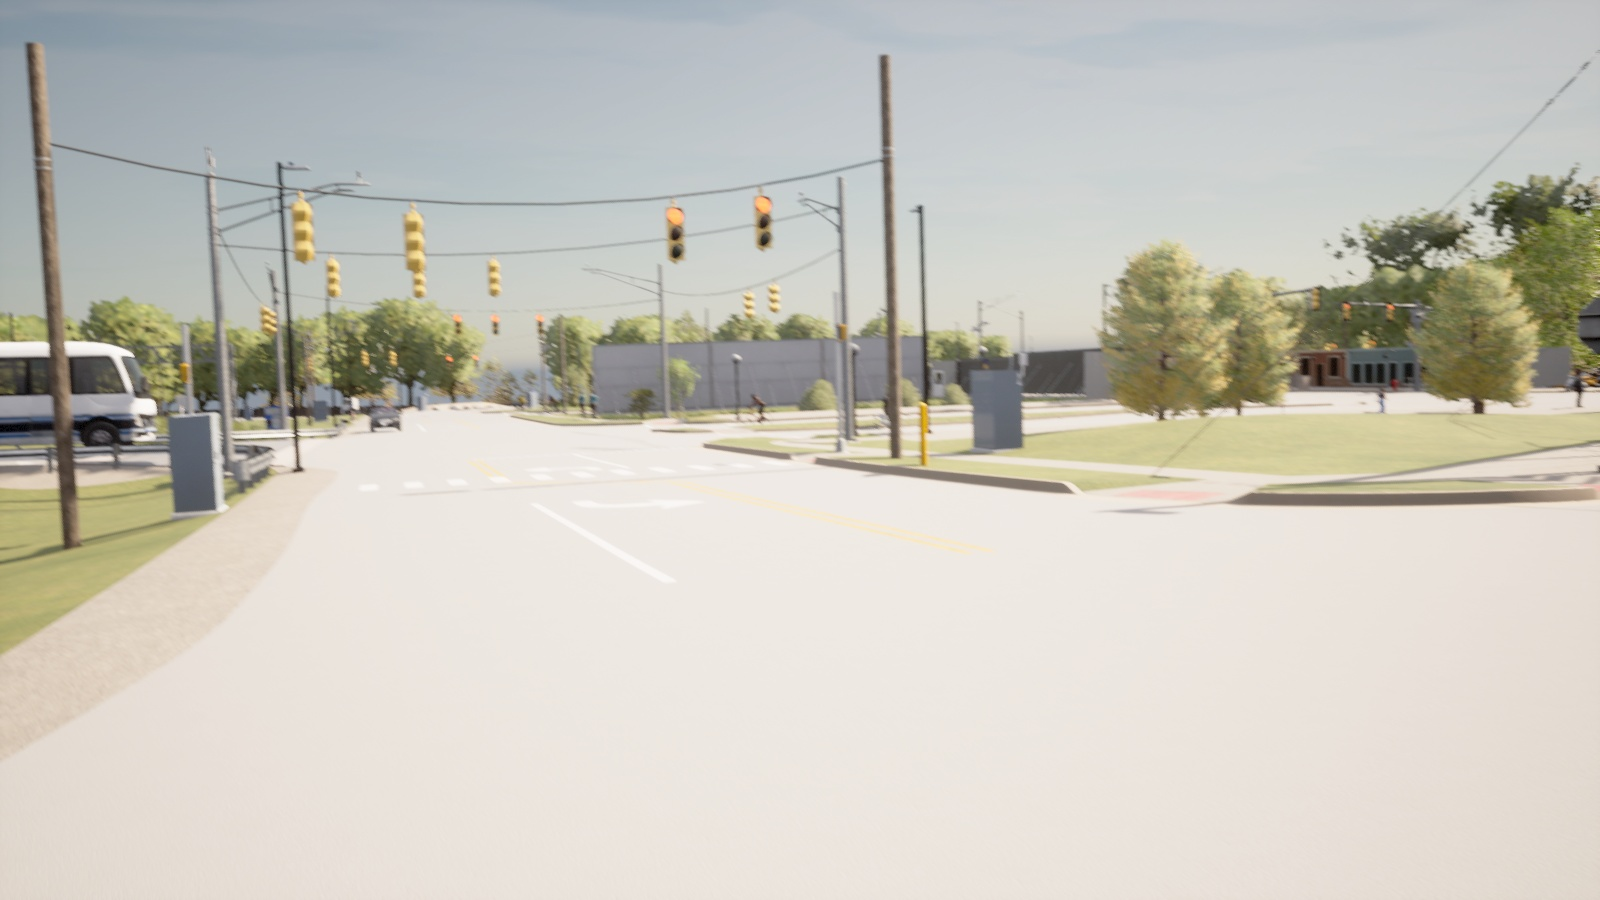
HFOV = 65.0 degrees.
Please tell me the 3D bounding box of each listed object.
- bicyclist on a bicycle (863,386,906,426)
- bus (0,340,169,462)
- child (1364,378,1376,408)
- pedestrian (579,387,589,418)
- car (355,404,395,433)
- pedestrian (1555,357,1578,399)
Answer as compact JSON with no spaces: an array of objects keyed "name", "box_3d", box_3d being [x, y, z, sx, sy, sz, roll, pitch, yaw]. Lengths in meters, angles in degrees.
[{"name":"bicyclist on a bicycle","box_3d":[3.911,-2.038,58.290,1.843,1.776,0.659,-3,4,-21]},{"name":"bus","box_3d":[-29.318,-1.738,46.175,10.273,4.253,3.944,-3,3,-18]},{"name":"child","box_3d":[25.119,-2.516,55.332,0.437,1.263,0.270,-4,5,-18]},{"name":"pedestrian","box_3d":[-13.570,-2.989,78.948,0.396,1.930,0.692,-4,5,-19]},{"name":"car","box_3d":[-25.667,-1.939,75.928,2.128,1.511,4.902,-4,4,-18]},{"name":"pedestrian","box_3d":[35.734,-3.348,58.572,0.423,1.949,0.788,-5,5,-31]}]
